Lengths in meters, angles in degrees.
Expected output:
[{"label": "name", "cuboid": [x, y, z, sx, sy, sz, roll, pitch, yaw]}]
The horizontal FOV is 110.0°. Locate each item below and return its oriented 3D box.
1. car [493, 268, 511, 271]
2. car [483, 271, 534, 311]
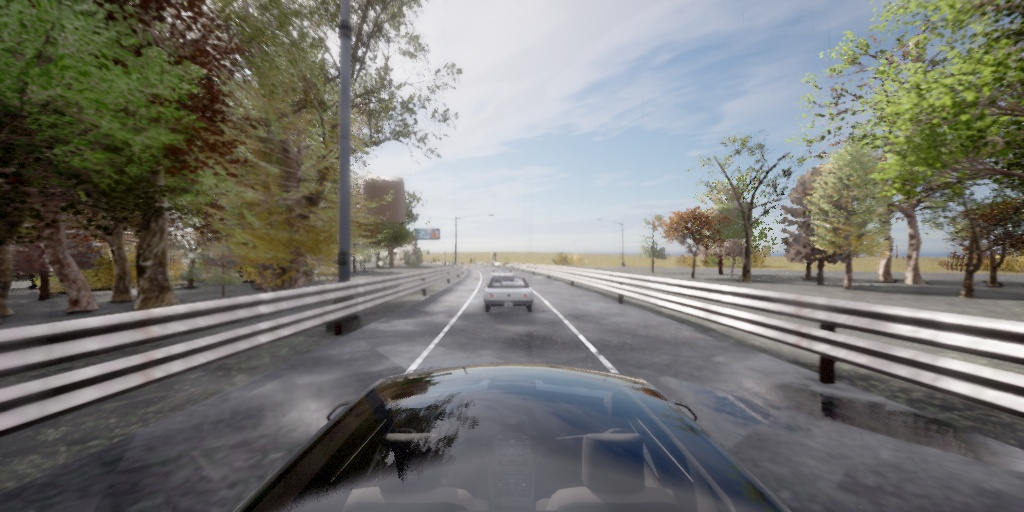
[{"label": "car", "cuboid": [-0.864, 1.639, 30.209, 1.895, 1.301, 4.718, 0, -1, -3]}, {"label": "car", "cuboid": [-0.170, 1.486, 15.159, 1.895, 1.301, 4.718, 0, -1, -1]}]
